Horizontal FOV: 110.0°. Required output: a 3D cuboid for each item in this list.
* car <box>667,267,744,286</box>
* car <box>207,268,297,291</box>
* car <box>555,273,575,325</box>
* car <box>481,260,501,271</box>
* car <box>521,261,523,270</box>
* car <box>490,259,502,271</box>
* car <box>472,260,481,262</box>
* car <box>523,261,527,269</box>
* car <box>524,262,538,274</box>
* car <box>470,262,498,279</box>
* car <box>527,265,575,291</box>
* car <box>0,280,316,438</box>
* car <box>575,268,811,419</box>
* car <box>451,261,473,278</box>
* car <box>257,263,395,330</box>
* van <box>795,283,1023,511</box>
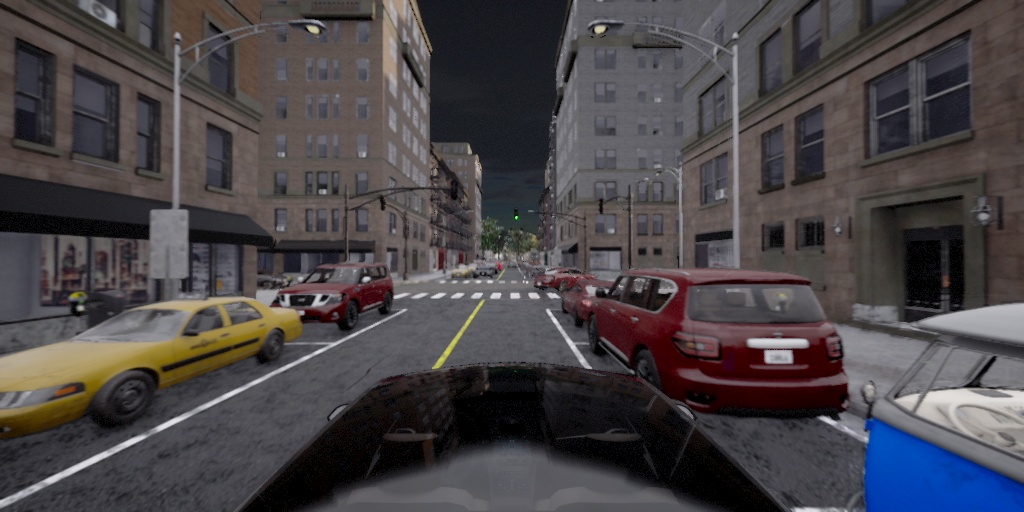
[{"bbox_3d":[14.361,1.483,26.774,4.718,1.301,1.895,0,-1,-2],"label":"car"},{"bbox_3d":[-17.119,1.525,23.780,4.674,1.442,1.812,0,-1,0],"label":"car"},{"bbox_3d":[2.638,1.413,11.610,1.802,1.307,4.207,0,0,0],"label":"car"},{"bbox_3d":[-2.844,1.602,47.367,1.882,1.535,5.008,0,0,0],"label":"car"},{"bbox_3d":[2.638,1.693,49.581,2.007,1.370,4.403,0,0,0],"label":"car"},{"bbox_3d":[-2.822,1.441,58.618,2.150,2.045,5.566,0,-1,0],"label":"car"},{"bbox_3d":[-5.411,1.668,49.411,1.751,1.417,4.829,0,0,0],"label":"car"},{"bbox_3d":[2.638,1.642,44.099,1.888,1.381,4.507,0,0,0],"label":"car"},{"bbox_3d":[2.638,1.603,38.618,2.007,1.370,4.403,0,0,0],"label":"car"},{"bbox_3d":[-2.859,1.606,37.350,1.994,1.385,4.181,0,0,0],"label":"car"},{"bbox_3d":[3.474,1.425,22.227,4.674,1.442,1.812,0,-1,-36],"label":"car"},{"bbox_3d":[-5.399,1.310,5.762,1.751,1.417,4.829,0,0,0],"label":"car"},{"bbox_3d":[2.638,1.099,5.931,2.192,1.841,5.009,0,0,0],"label":"car"},{"bbox_3d":[-5.415,1.578,38.448,1.751,1.417,4.829,0,0,0],"label":"car"},{"bbox_3d":[-5.400,1.146,11.611,2.192,1.841,5.009,0,0,0],"label":"car"},{"bbox_3d":[2.638,1.079,0.253,1.690,1.789,3.998,0,0,0],"label":"van"}]
